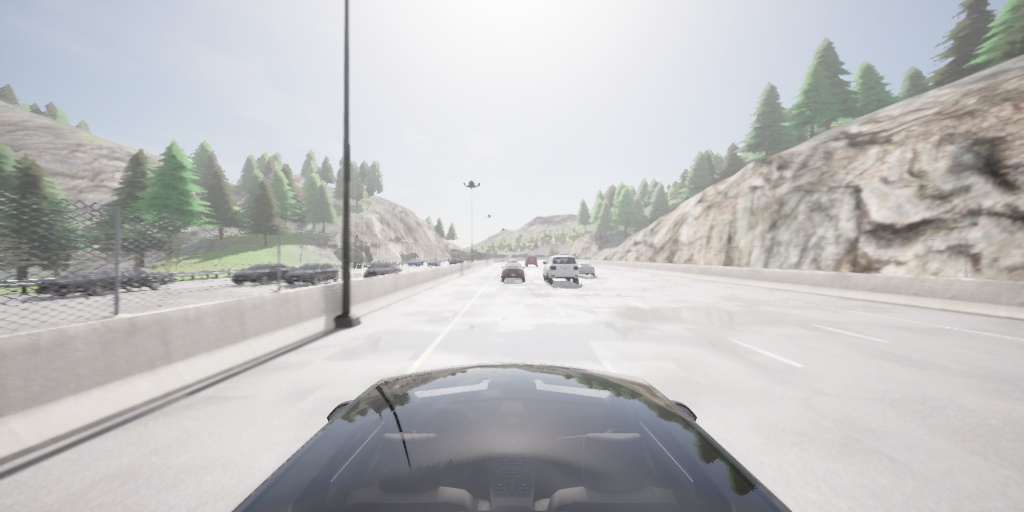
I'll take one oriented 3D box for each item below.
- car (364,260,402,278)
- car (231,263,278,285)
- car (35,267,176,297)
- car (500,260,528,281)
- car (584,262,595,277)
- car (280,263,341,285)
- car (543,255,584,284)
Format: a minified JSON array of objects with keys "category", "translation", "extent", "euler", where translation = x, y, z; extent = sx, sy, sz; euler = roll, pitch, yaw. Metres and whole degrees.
[{"category":"car","translation":[-10.568,1.251,29.787],"extent":[1.837,1.490,4.892],"euler":[0,-1,0]},{"category":"car","translation":[-17.587,1.242,25.674],"extent":[1.837,1.490,4.892],"euler":[0,-1,0]},{"category":"car","translation":[-21.092,1.279,19.084],"extent":[2.033,1.411,5.357],"euler":[0,0,0]},{"category":"car","translation":[0.095,1.277,29.496],"extent":[1.812,1.442,4.674],"euler":[0,0,0]},{"category":"car","translation":[7.089,1.284,36.028],"extent":[1.812,1.442,4.674],"euler":[0,0,0]},{"category":"car","translation":[-14.088,1.245,25.660],"extent":[1.837,1.490,4.892],"euler":[0,-1,0]},{"category":"car","translation":[3.600,0.977,27.066],"extent":[2.150,2.045,5.566],"euler":[0,0,0]}]
